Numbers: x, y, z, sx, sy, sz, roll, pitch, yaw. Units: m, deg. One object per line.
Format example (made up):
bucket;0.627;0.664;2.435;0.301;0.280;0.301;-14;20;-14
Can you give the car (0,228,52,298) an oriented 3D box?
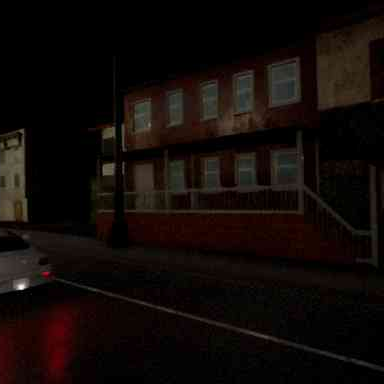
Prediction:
car;-5.089;1.565;7.744;4.674;1.442;1.812;0;0;37
